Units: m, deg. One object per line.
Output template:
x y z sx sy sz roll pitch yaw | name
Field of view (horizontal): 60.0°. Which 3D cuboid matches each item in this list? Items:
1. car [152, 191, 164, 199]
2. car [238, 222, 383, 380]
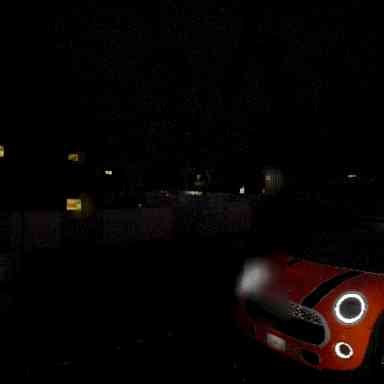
-6.442 0.639 61.681 1.812 1.442 4.674 1 1 -21 | car
2.929 1.354 5.609 4.553 1.767 2.097 0 0 -35 | car
